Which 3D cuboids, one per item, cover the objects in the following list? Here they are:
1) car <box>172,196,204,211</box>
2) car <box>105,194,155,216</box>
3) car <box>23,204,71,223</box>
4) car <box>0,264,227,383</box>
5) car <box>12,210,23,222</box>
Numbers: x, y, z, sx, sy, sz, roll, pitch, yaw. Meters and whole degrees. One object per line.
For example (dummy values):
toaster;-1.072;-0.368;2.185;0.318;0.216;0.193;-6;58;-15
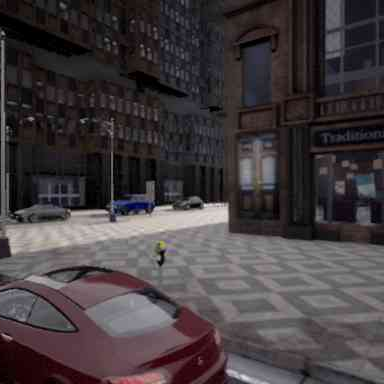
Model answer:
car;-0.486;1.363;41.609;2.097;1.767;4.553;0;0;35
car;-6.128;1.254;33.658;2.150;2.045;5.566;0;0;35
car;-11.617;1.617;25.895;1.994;1.385;4.181;0;0;35
car;-1.584;1.595;4.094;4.206;1.307;1.802;0;0;36
car;-6.205;1.350;7.394;5.009;1.841;2.192;0;0;36
